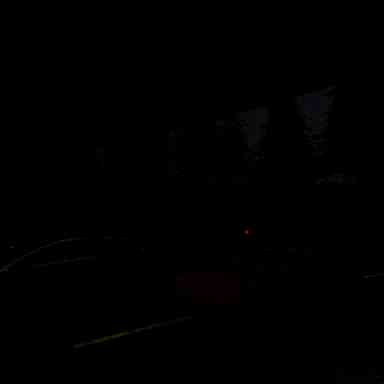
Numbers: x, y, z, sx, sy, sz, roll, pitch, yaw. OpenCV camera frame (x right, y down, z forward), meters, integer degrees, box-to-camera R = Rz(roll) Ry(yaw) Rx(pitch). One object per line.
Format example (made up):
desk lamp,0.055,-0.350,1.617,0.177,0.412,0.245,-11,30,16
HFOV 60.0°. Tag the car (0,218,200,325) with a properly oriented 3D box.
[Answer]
car,-2.529,1.487,6.291,4.902,1.511,2.128,0,0,-33

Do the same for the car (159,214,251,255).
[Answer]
car,-0.409,1.529,11.891,5.357,1.411,2.033,0,0,-30
